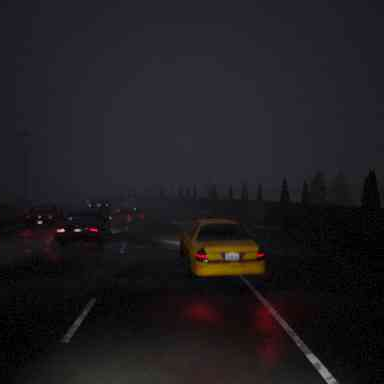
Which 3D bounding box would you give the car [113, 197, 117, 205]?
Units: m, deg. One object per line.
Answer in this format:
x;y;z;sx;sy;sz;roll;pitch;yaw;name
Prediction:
-11.017;1.434;46.233;1.837;1.490;4.892;0;0;-27;car

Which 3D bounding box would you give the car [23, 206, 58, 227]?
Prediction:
-9.891;1.567;22.606;1.895;1.301;4.718;0;0;-14;car

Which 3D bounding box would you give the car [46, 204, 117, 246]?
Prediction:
-4.817;1.524;15.277;2.033;1.411;5.357;0;0;-9;car

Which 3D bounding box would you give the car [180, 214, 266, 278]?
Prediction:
0.652;1.440;10.101;1.801;1.575;5.366;0;0;-6;car

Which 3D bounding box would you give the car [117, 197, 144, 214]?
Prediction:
-6.488;1.472;35.418;1.812;1.442;4.674;0;0;-20;car

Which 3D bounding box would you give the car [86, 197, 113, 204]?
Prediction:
-9.470;1.302;33.225;2.097;1.767;4.553;0;0;-19;car

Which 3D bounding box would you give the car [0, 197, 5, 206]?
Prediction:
-27.899;1.475;47.532;2.033;1.411;5.357;0;0;-31;car
